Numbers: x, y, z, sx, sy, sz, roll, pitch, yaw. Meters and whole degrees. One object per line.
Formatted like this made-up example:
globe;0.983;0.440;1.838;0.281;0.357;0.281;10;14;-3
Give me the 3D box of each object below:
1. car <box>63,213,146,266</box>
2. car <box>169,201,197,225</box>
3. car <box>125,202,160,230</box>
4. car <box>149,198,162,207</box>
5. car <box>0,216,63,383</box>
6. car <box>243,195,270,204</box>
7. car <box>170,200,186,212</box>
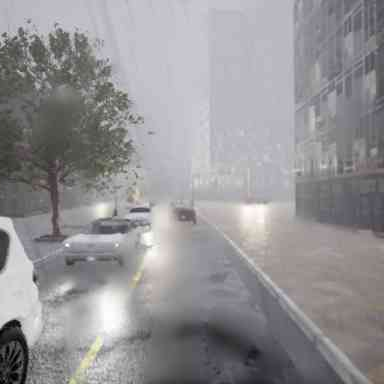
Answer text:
car;-2.976;1.649;11.901;1.895;1.301;4.718;0;0;-1
car;-0.699;1.575;25.280;1.882;1.535;5.008;0;0;-3
car;-3.374;1.612;22.171;1.812;1.442;4.674;0;0;-2
car;-5.848;1.679;53.918;1.882;1.535;5.008;0;0;-6
car;-2.875;1.233;1.768;2.150;2.045;5.566;0;0;0
car;12.308;1.426;63.703;5.009;1.841;2.192;0;-1;14
car;-1.782;1.758;41.435;1.895;1.301;4.718;0;0;-5
